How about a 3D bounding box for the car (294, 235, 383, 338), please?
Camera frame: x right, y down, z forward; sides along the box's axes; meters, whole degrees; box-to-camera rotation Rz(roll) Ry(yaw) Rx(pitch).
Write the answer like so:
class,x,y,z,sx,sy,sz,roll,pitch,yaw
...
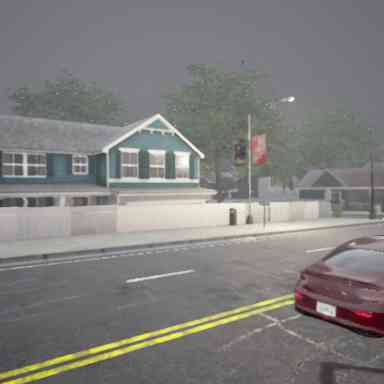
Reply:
class,x,y,z,sx,sy,sz,roll,pitch,yaw
car,3.831,1.547,6.173,4.674,1.442,1.812,0,0,-35
